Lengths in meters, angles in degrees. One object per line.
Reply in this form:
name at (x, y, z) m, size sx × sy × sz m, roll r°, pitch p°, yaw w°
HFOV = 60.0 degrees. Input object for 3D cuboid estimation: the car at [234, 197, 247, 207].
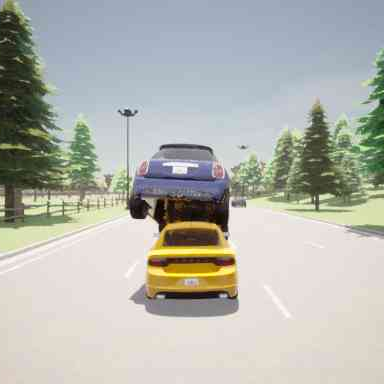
car at (6.993, 1.491, 49.919) m, size 2.128 × 1.511 × 4.902 m, roll 0°, pitch 0°, yaw 0°

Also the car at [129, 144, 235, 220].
car at (-0.030, 0.110, 8.846) m, size 2.097 × 1.767 × 4.553 m, roll 3°, pitch -14°, yaw 7°

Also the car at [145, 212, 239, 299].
car at (-0.005, 1.491, 8.474) m, size 1.882 × 1.535 × 5.008 m, roll -1°, pitch 0°, yaw 0°
